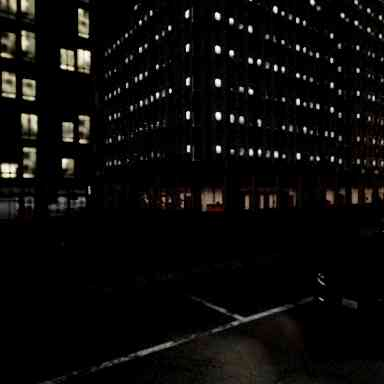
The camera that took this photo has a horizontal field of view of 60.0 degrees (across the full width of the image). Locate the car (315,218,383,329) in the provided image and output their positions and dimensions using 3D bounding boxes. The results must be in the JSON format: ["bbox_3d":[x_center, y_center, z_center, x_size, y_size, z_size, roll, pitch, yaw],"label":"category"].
[{"bbox_3d":[4.455,1.424,6.560,5.008,1.535,1.882,-1,0,-36],"label":"car"}]
